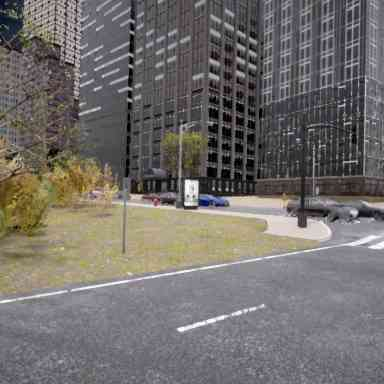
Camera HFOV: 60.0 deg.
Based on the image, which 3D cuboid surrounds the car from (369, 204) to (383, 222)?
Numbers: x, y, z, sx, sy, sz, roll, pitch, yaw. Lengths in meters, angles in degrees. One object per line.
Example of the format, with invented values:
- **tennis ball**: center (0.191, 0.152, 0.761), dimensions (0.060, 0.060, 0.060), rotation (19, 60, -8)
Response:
- **car**: center (12.035, 1.305, 23.974), dimensions (4.674, 1.442, 1.812), rotation (2, -1, 44)

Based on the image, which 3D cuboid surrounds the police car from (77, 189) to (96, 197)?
- **police car**: center (-24.209, 0.310, 75.999), dimensions (1.930, 1.638, 5.238), rotation (3, -1, -44)

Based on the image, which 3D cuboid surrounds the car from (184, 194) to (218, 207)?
- **car**: center (1.065, 1.072, 41.951), dimensions (1.994, 1.385, 4.181), rotation (3, -1, -40)

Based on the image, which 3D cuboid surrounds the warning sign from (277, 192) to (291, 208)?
- **warning sign**: center (10.961, 0.989, 39.546), dimensions (1.300, 1.860, 1.060), rotation (2, -1, -40)

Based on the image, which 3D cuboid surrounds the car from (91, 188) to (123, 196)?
- **car**: center (-14.121, 0.263, 54.271), dimensions (2.150, 2.045, 5.566), rotation (3, -1, -42)

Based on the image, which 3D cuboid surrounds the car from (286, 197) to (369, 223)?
- **car**: center (8.357, 1.106, 21.626), dimensions (2.128, 1.511, 4.902), rotation (3, -1, -30)

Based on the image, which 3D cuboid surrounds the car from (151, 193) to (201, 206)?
- **car**: center (-1.752, 0.824, 34.937), dimensions (2.128, 1.511, 4.902), rotation (3, -1, -40)

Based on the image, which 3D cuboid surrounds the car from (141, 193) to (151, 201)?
- **car**: center (-6.800, 0.865, 55.896), dimensions (1.812, 1.442, 4.674), rotation (3, -1, -41)

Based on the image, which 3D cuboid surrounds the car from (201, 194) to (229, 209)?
- **car**: center (1.848, 0.958, 35.700), dimensions (1.882, 1.535, 5.008), rotation (3, -1, -40)
